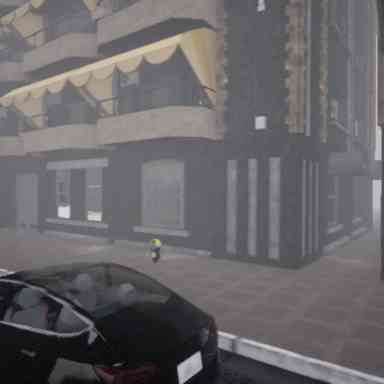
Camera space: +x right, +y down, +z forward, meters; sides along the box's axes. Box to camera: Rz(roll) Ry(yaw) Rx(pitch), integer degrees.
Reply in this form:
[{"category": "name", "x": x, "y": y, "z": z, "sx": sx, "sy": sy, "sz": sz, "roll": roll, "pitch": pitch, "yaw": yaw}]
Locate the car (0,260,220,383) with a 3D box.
[{"category": "car", "x": -1.711, "y": 1.542, "z": 4.089, "sx": 4.313, "sy": 1.339, "sz": 1.947, "roll": 0, "pitch": 0, "yaw": 35}]
